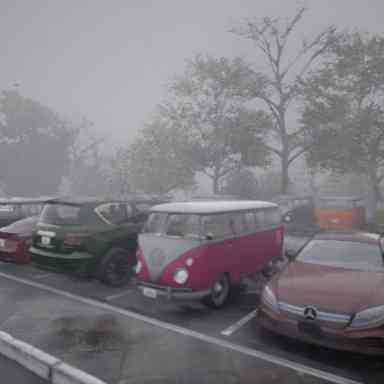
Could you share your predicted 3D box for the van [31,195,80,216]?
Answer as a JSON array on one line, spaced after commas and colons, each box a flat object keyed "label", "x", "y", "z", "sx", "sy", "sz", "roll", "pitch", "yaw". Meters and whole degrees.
[{"label": "van", "x": -14.102, "y": 1.327, "z": 34.561, "sx": 1.878, "sy": 1.987, "sz": 4.442, "roll": 0, "pitch": 0, "yaw": 36}]

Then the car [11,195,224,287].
[{"label": "car", "x": -1.627, "y": 1.154, "z": 9.440, "sx": 2.435, "sy": 2.045, "sz": 5.566, "roll": 1, "pitch": 0, "yaw": 36}]

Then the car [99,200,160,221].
[{"label": "car", "x": -5.161, "y": 1.481, "z": 28.011, "sx": 2.231, "sy": 1.521, "sz": 4.892, "roll": 0, "pitch": 0, "yaw": 36}]

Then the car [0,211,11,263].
[{"label": "car", "x": -3.865, "y": 1.438, "z": 11.042, "sx": 2.163, "sy": 1.488, "sz": 4.792, "roll": 0, "pitch": 0, "yaw": 36}]

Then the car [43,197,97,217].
[{"label": "car", "x": -11.936, "y": 1.409, "z": 32.828, "sx": 2.185, "sy": 1.767, "sz": 4.553, "roll": 0, "pitch": 0, "yaw": 36}]

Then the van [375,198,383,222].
[{"label": "van", "x": 10.562, "y": 1.231, "z": 16.909, "sx": 1.878, "sy": 1.987, "sz": 4.442, "roll": 1, "pitch": 0, "yaw": 36}]

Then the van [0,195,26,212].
[{"label": "van", "x": -23.209, "y": 1.426, "z": 41.079, "sx": 1.878, "sy": 1.987, "sz": 4.442, "roll": -1, "pitch": -1, "yaw": 36}]

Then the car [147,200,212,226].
[{"label": "car", "x": -0.759, "y": 1.440, "z": 24.641, "sx": 1.946, "sy": 1.575, "sz": 5.366, "roll": 0, "pitch": 0, "yaw": 36}]

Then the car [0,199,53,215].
[{"label": "car", "x": -18.780, "y": 1.589, "z": 37.537, "sx": 1.946, "sy": 1.575, "sz": 5.366, "roll": -1, "pitch": 0, "yaw": 36}]

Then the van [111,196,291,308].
[{"label": "van", "x": 0.546, "y": 1.205, "z": 7.706, "sx": 1.878, "sy": 1.987, "sz": 4.442, "roll": 1, "pitch": 0, "yaw": 36}]

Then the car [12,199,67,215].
[{"label": "car", "x": -16.426, "y": 1.572, "z": 36.072, "sx": 2.231, "sy": 1.521, "sz": 4.892, "roll": 0, "pitch": 0, "yaw": 36}]

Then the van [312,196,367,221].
[{"label": "van", "x": 8.411, "y": 1.206, "z": 18.448, "sx": 1.878, "sy": 1.987, "sz": 4.442, "roll": 1, "pitch": 0, "yaw": 36}]

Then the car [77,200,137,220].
[{"label": "car", "x": -7.413, "y": 1.498, "z": 29.624, "sx": 2.097, "sy": 1.535, "sz": 5.008, "roll": 0, "pitch": 0, "yaw": 36}]

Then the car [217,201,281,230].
[{"label": "car", "x": 3.855, "y": 1.406, "z": 21.572, "sx": 2.097, "sy": 1.535, "sz": 5.008, "roll": 0, "pitch": 0, "yaw": 36}]

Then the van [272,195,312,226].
[{"label": "van", "x": 5.915, "y": 1.178, "z": 19.948, "sx": 1.878, "sy": 1.987, "sz": 4.442, "roll": 0, "pitch": 0, "yaw": 36}]

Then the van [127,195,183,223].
[{"label": "van", "x": -2.838, "y": 1.235, "z": 26.500, "sx": 1.878, "sy": 1.987, "sz": 4.442, "roll": 0, "pitch": 0, "yaw": 36}]

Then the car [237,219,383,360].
[{"label": "car", "x": 2.871, "y": 1.498, "z": 6.189, "sx": 2.002, "sy": 1.452, "sz": 4.674, "roll": 1, "pitch": 0, "yaw": 36}]

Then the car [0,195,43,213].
[{"label": "car", "x": -20.909, "y": 1.365, "z": 39.323, "sx": 2.435, "sy": 2.045, "sz": 5.566, "roll": -1, "pitch": -1, "yaw": 36}]

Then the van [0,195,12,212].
[{"label": "van", "x": -6.213, "y": 1.201, "z": 12.544, "sx": 1.878, "sy": 1.987, "sz": 4.442, "roll": 0, "pitch": 0, "yaw": 36}]
